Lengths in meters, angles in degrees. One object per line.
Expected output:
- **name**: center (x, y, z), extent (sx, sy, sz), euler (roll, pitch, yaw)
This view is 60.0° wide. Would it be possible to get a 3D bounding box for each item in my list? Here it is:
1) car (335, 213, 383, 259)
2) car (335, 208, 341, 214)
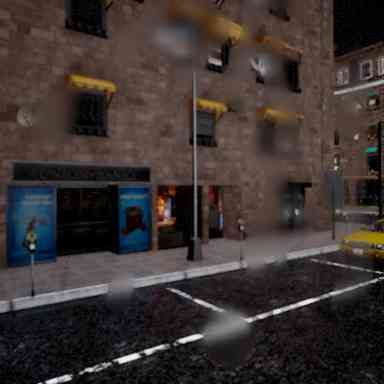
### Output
- **car**: center (7.052, 1.507, 11.595), extent (4.829, 1.417, 1.752), euler (0, 0, -35)
- **car**: center (10.642, 1.438, 29.427), extent (2.128, 1.511, 4.902), euler (-1, 0, -36)
